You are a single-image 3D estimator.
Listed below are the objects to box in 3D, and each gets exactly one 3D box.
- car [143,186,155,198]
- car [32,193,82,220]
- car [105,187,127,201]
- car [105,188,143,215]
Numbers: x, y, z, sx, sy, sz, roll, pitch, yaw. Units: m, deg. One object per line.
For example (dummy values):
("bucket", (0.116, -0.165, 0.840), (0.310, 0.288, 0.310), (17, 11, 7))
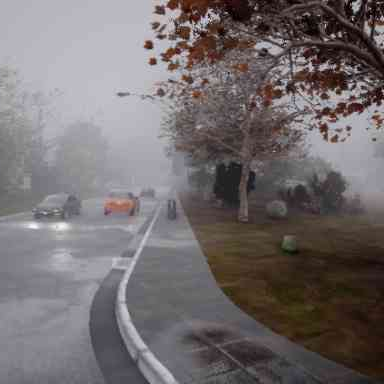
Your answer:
("car", (-6.941, -0.118, 52.374), (2.097, 1.767, 4.553), (2, 2, -4))
("car", (-8.426, 0.880, 21.162), (1.837, 1.490, 4.892), (2, 2, -4))
("car", (-9.748, 0.215, 42.995), (1.882, 1.535, 5.008), (2, 2, -3))
("car", (-5.236, 0.732, 25.419), (2.097, 1.767, 4.553), (2, 1, -4))
